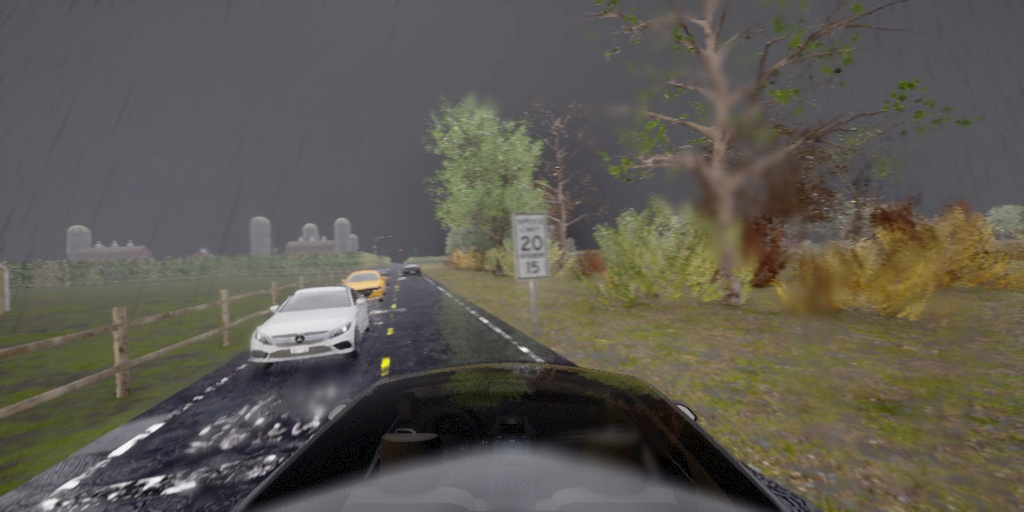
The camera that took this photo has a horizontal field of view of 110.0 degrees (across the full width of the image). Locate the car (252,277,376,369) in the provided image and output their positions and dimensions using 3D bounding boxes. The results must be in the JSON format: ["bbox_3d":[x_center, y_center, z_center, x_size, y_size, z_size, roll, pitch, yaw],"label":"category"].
[{"bbox_3d":[-4.581,1.468,8.783,1.812,1.442,4.674,-3,0,-17],"label":"car"}]

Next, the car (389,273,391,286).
[{"bbox_3d":[-10.966,1.710,29.486,2.033,1.411,5.357,-3,0,-17],"label":"car"}]

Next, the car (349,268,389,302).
[{"bbox_3d":[-7.676,1.527,18.794,1.882,1.535,5.008,-3,0,-18],"label":"car"}]

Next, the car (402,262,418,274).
[{"bbox_3d":[-15.127,1.753,52.912,2.128,1.511,4.902,-3,0,-17],"label":"car"}]

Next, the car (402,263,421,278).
[{"bbox_3d":[-11.553,1.615,41.359,1.882,1.535,5.008,-3,0,-17],"label":"car"}]
